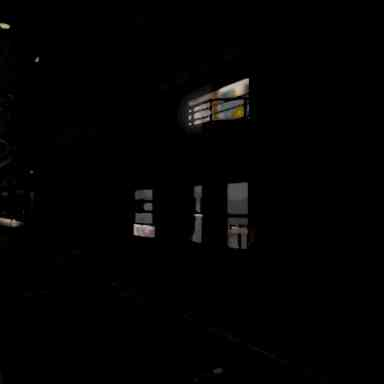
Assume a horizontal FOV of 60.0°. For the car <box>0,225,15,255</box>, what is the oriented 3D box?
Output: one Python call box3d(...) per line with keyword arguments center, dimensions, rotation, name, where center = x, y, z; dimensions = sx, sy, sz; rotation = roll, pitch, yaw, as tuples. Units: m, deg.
box3d(center=(-9.121, 1.977, 14.792), dimensions=(1.752, 1.417, 4.829), rotation=(3, -3, -38), name="car")
